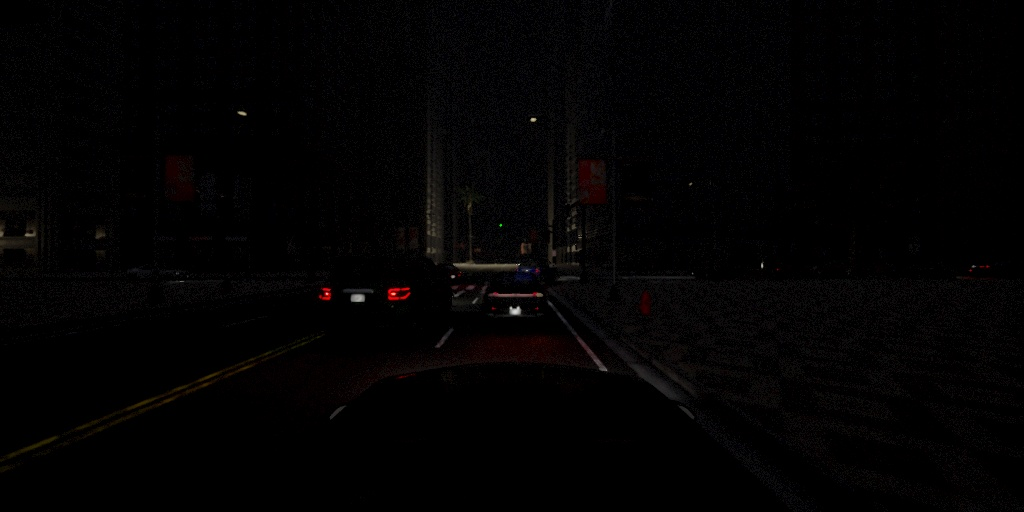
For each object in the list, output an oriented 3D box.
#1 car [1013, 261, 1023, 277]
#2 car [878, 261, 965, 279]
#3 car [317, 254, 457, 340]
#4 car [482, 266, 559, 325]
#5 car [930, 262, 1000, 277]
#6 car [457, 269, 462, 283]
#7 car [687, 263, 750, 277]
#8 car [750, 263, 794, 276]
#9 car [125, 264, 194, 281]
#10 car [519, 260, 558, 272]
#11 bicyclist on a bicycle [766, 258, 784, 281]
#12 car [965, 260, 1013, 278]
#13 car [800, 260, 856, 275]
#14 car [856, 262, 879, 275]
[{"bbox_3d":[43.474,1.156,28.454,4.507,1.381,1.888,0,0,-1],"label":"car"},{"bbox_3d":[32.198,1.202,28.265,4.313,1.339,1.948,0,0,-1],"label":"car"},{"bbox_3d":[-3.167,0.969,10.099,2.150,2.045,5.566,0,0,0],"label":"car"},{"bbox_3d":[0.086,1.240,11.730,2.128,1.511,4.902,0,0,0],"label":"car"},{"bbox_3d":[43.039,1.232,34.163,4.181,1.385,1.994,0,-1,0],"label":"car"},{"bbox_3d":[-5.374,1.298,27.634,1.812,1.442,4.674,1,0,-30],"label":"car"},{"bbox_3d":[19.226,1.330,33.824,4.718,1.301,1.895,0,-1,-1],"label":"car"},{"bbox_3d":[26.423,1.317,36.695,4.207,1.307,1.802,0,0,-1],"label":"car"},{"bbox_3d":[-29.432,1.420,29.965,4.674,1.442,1.812,0,-1,0],"label":"car"},{"bbox_3d":[1.932,1.091,27.032,2.097,1.767,4.553,0,0,25],"label":"car"},{"bbox_3d":[18.365,0.949,25.077,0.582,1.620,1.656,0,-1,-1],"label":"bicyclist on a bicycle"},{"bbox_3d":[42.749,1.129,31.071,4.902,1.511,2.128,0,-1,0],"label":"car"},{"bbox_3d":[32.061,1.159,36.789,4.097,1.591,1.967,0,0,-1],"label":"car"},{"bbox_3d":[37.700,1.287,36.883,4.207,1.307,1.802,0,0,-1],"label":"car"}]
